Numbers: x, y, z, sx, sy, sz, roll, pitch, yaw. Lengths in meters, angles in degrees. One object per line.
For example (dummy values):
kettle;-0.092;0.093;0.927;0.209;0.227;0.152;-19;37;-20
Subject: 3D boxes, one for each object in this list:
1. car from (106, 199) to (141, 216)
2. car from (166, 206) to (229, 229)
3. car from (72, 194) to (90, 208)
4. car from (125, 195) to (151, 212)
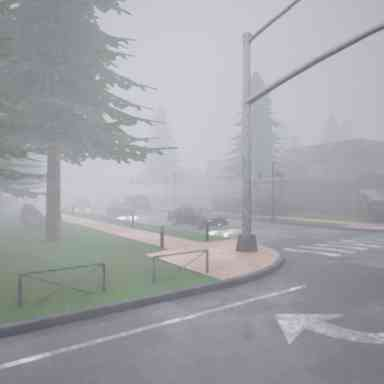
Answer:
car;-7.358;1.720;34.237;1.994;1.385;4.181;0;0;-34
car;0.215;1.703;23.369;2.033;1.411;5.357;0;0;-35
car;-17.293;1.373;51.477;2.150;2.045;5.566;0;0;-25
car;-6.961;1.375;40.247;2.150;2.045;5.566;0;0;-32
